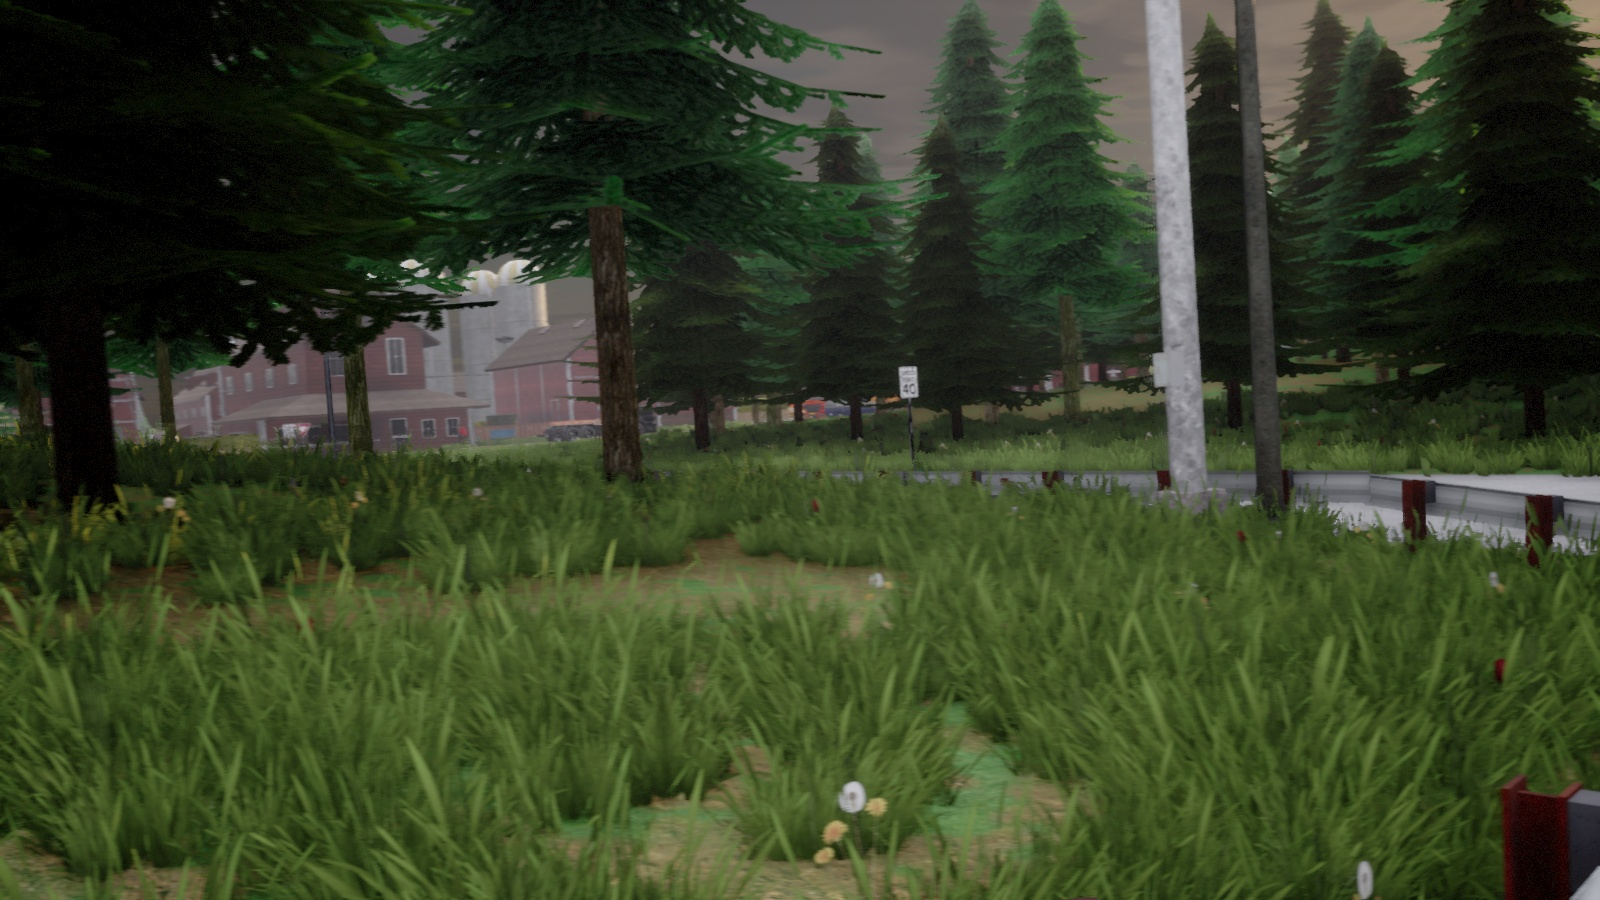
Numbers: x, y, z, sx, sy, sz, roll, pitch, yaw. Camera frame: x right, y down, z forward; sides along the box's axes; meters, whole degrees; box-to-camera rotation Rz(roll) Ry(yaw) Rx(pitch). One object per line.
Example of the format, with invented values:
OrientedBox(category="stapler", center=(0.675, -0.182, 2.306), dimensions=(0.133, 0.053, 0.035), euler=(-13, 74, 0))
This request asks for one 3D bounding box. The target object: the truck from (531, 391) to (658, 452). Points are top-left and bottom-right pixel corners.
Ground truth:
OrientedBox(category="truck", center=(-14.037, -1.958, 86.124), dimensions=(7.936, 3.462, 2.891), euler=(-7, 3, -39))
